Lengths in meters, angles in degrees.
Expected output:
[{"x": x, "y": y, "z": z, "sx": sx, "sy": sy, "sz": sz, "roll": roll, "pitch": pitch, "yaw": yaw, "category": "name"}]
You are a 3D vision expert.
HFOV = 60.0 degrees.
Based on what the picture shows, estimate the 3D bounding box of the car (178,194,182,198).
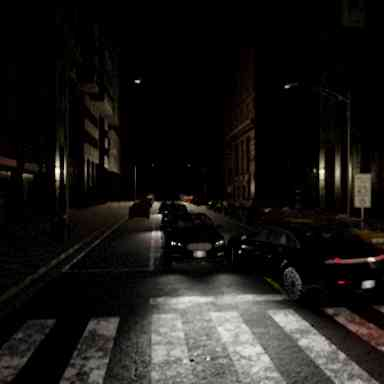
[{"x": -1.948, "y": 1.611, "z": 85.460, "sx": 1.752, "sy": 1.417, "sz": 4.829, "roll": 0, "pitch": 0, "yaw": -6, "category": "car"}]

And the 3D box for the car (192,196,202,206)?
[{"x": 1.632, "y": 1.613, "z": 51.869, "sx": 1.947, "sy": 1.339, "sz": 4.313, "roll": 0, "pitch": 0, "yaw": -6, "category": "car"}]

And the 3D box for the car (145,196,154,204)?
[{"x": -8.607, "y": 1.578, "z": 67.492, "sx": 1.752, "sy": 1.417, "sz": 4.829, "roll": 0, "pitch": 0, "yaw": -6, "category": "car"}]

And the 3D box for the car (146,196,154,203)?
[{"x": -9.218, "y": 1.641, "z": 73.231, "sx": 1.802, "sy": 1.307, "sz": 4.206, "roll": 0, "pitch": 0, "yaw": -6, "category": "car"}]

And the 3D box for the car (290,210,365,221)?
[{"x": 5.769, "y": 1.538, "z": 13.047, "sx": 1.752, "sy": 1.417, "sz": 4.829, "roll": 0, "pitch": 0, "yaw": -6, "category": "car"}]

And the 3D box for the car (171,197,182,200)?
[{"x": -2.479, "y": 1.587, "z": 35.307, "sx": 1.994, "sy": 1.385, "sz": 4.181, "roll": 0, "pitch": 0, "yaw": -6, "category": "car"}]

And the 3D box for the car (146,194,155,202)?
[{"x": -9.812, "y": 1.381, "z": 78.803, "sx": 2.192, "sy": 1.841, "sz": 5.009, "roll": 0, "pitch": 0, "yaw": -6, "category": "car"}]

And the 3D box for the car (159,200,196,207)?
[{"x": -1.065, "y": 1.516, "z": 21.880, "sx": 1.837, "sy": 1.490, "sz": 4.892, "roll": 0, "pitch": 0, "yaw": -6, "category": "car"}]

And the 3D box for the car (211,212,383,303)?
[{"x": 2.462, "y": 1.499, "z": 8.372, "sx": 2.128, "sy": 1.511, "sz": 4.902, "roll": -1, "pitch": 0, "yaw": -18, "category": "car"}]

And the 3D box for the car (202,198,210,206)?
[{"x": 2.819, "y": 1.587, "z": 40.729, "sx": 2.008, "sy": 1.369, "sz": 4.403, "roll": 0, "pitch": 0, "yaw": -6, "category": "car"}]

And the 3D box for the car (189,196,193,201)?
[{"x": 1.038, "y": 1.635, "z": 57.440, "sx": 1.802, "sy": 1.307, "sz": 4.206, "roll": 0, "pitch": 0, "yaw": -6, "category": "car"}]

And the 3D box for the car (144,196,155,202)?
[{"x": -6.250, "y": 1.611, "z": 45.379, "sx": 1.802, "sy": 1.307, "sz": 4.206, "roll": 0, "pitch": 0, "yaw": -6, "category": "car"}]

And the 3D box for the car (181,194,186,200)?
[{"x": -0.743, "y": 1.512, "z": 74.149, "sx": 1.967, "sy": 1.590, "sz": 4.097, "roll": 0, "pitch": 0, "yaw": -6, "category": "car"}]

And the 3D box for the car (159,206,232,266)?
[{"x": -0.101, "y": 1.487, "z": 11.768, "sx": 2.128, "sy": 1.511, "sz": 4.902, "roll": -1, "pitch": 0, "yaw": -7, "category": "car"}]

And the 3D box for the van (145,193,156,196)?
[{"x": -8.031, "y": 1.388, "z": 62.091, "sx": 1.690, "sy": 1.788, "sz": 3.998, "roll": 0, "pitch": 0, "yaw": -6, "category": "van"}]

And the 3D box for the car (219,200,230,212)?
[{"x": 4.006, "y": 1.572, "z": 29.588, "sx": 1.887, "sy": 1.381, "sz": 4.507, "roll": 0, "pitch": 0, "yaw": -6, "category": "car"}]

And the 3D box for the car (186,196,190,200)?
[{"x": 0.444, "y": 1.500, "z": 63.009, "sx": 1.967, "sy": 1.590, "sz": 4.097, "roll": 0, "pitch": 0, "yaw": -6, "category": "car"}]

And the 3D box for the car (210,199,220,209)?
[{"x": 3.394, "y": 1.557, "z": 35.328, "sx": 1.752, "sy": 1.417, "sz": 4.829, "roll": 0, "pitch": 0, "yaw": -6, "category": "car"}]

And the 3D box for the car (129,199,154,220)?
[{"x": -4.469, "y": 1.559, "z": 28.667, "sx": 1.887, "sy": 1.381, "sz": 4.507, "roll": 0, "pitch": 0, "yaw": -6, "category": "car"}]

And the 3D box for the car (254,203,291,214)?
[{"x": 5.175, "y": 1.543, "z": 18.617, "sx": 1.752, "sy": 1.417, "sz": 4.829, "roll": 0, "pitch": 0, "yaw": -6, "category": "car"}]

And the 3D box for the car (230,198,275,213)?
[{"x": 4.599, "y": 1.337, "z": 24.018, "sx": 2.192, "sy": 1.841, "sz": 5.009, "roll": 0, "pitch": 0, "yaw": -6, "category": "car"}]
